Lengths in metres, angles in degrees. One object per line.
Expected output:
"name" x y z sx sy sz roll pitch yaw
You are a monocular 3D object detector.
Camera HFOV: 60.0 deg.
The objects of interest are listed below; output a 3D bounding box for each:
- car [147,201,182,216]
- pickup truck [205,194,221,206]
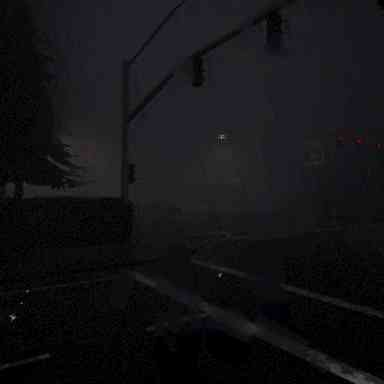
"car" -2.934 1.667 34.955 1.882 1.535 5.008 1 0 -36
"pickup truck" 3.837 1.460 60.018 2.390 2.098 6.274 1 0 -6
